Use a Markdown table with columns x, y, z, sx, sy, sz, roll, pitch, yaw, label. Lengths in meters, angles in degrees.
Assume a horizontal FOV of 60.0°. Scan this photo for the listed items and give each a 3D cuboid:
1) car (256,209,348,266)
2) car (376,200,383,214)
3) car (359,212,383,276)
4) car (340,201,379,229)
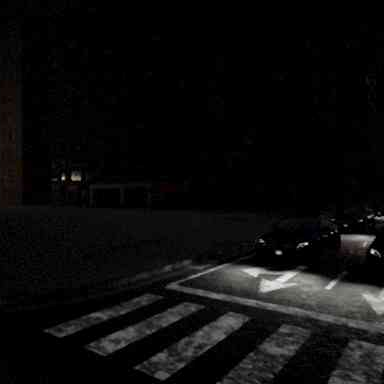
| x | y | z | sx | sy | sz | roll | pitch | yaw | label |
| --- | --- | --- | --- | --- | --- | --- | --- | --- | --- |
| 3.958 | 1.523 | 11.840 | 1.812 | 1.442 | 4.674 | -1 | 0 | 36 | car |
| 17.886 | 1.465 | 31.145 | 2.033 | 1.411 | 5.357 | -1 | 0 | 36 | car |
| 6.400 | 1.490 | 9.649 | 1.812 | 1.442 | 4.674 | -1 | 0 | 37 | car |
| 9.509 | 1.491 | 19.544 | 1.812 | 1.442 | 4.674 | -1 | 0 | 36 | car |
